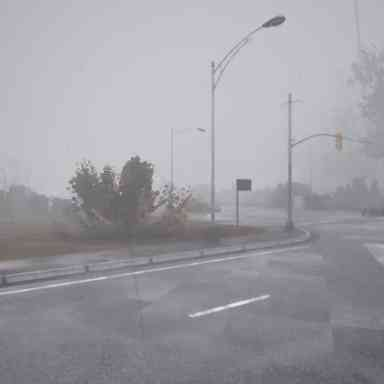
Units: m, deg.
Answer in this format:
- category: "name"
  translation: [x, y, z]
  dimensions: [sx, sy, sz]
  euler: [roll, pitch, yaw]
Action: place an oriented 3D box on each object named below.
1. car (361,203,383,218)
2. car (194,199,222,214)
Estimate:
- category: "car"
  translation: [16.694, 1.486, 27.871]
  dimensions: [1.812, 1.442, 4.674]
  euler: [0, 0, -39]
- category: "car"
  translation: [1.149, 1.475, 35.976]
  dimensions: [1.837, 1.490, 4.892]
  euler: [0, 0, -39]
